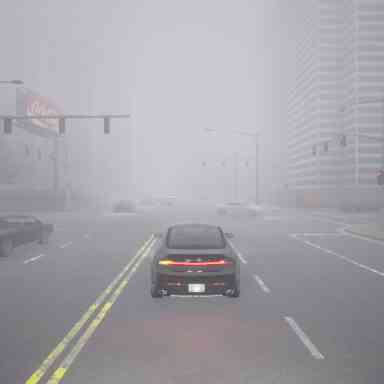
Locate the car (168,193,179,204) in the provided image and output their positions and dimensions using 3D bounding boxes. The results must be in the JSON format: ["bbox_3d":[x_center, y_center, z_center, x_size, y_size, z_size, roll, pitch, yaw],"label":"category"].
[{"bbox_3d":[-3.961,1.223,65.434,2.150,2.045,5.566,0,0,0],"label":"car"}]

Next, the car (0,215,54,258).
[{"bbox_3d":[-7.178,1.601,12.855,1.895,1.301,4.718,0,0,0],"label":"car"}]

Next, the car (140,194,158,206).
[{"bbox_3d":[-7.452,1.492,55.363,2.128,1.511,4.902,0,0,0],"label":"car"}]

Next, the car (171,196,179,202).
[{"bbox_3d":[-4.027,1.589,79.710,1.895,1.301,4.718,0,0,0],"label":"car"}]

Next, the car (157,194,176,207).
[{"bbox_3d":[-3.918,1.525,51.756,1.812,1.442,4.674,0,0,0],"label":"car"}]

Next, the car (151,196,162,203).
[{"bbox_3d":[-7.465,1.595,70.441,1.895,1.301,4.718,0,0,0],"label":"car"}]

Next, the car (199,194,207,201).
[{"bbox_3d":[2.912,1.355,88.755,2.097,1.767,4.553,0,0,0],"label":"car"}]

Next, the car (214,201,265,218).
[{"bbox_3d":[4.310,1.525,30.588,4.674,1.442,1.812,0,1,28],"label":"car"}]

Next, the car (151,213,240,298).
[{"bbox_3d":[0.055,1.505,8.498,1.837,1.490,4.892,0,0,-1],"label":"car"}]

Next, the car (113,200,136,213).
[{"bbox_3d":[-7.338,1.564,36.559,1.994,1.385,4.181,0,0,0],"label":"car"}]

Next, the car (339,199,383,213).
[{"bbox_3d":[18.443,1.477,35.713,5.008,1.535,1.882,0,0,-1],"label":"car"}]
